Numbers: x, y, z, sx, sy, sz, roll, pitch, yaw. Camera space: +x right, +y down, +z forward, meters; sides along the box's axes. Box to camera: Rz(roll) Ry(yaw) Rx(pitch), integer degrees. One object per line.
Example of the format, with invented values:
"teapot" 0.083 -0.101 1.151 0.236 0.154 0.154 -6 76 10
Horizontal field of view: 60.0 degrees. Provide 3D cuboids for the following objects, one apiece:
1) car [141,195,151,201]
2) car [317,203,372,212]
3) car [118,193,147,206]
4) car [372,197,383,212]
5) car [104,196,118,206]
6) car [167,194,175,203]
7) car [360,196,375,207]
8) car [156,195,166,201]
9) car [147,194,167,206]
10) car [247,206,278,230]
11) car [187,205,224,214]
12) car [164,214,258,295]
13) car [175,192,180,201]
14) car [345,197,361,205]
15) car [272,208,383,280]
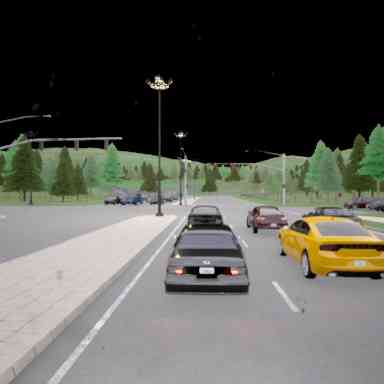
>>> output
"car" -11.634 1.507 84.489 1.812 1.442 4.674 0 0 2
"car" 7.766 1.543 18.883 2.033 1.411 5.357 0 0 3
"car" -9.732 1.211 54.771 2.150 2.045 5.566 1 0 9
"car" 22.431 1.540 34.896 5.357 1.411 2.033 0 0 3
"car" -13.227 1.466 56.289 1.882 1.535 5.008 0 0 9
"car" -5.236 1.581 69.473 1.895 1.301 4.718 0 0 2
"car" 22.698 1.483 38.387 4.902 1.511 2.128 0 0 3
"car" -8.073 1.535 85.938 1.994 1.385 4.181 0 0 2
"car" -5.877 1.553 55.681 1.994 1.385 4.181 0 0 3
"car" 4.281 1.522 19.269 1.812 1.442 4.674 0 0 3
"car" 0.747 1.474 18.667 1.882 1.535 5.008 0 0 3
"car" 0.389 1.546 8.847 2.033 1.411 5.357 0 0 2
"car" -4.631 1.338 84.419 2.097 1.767 4.553 0 0 2
"car" 21.613 1.343 41.949 4.553 1.767 2.097 0 0 3
"car" 3.945 1.476 10.051 1.882 1.535 5.008 0 0 3
